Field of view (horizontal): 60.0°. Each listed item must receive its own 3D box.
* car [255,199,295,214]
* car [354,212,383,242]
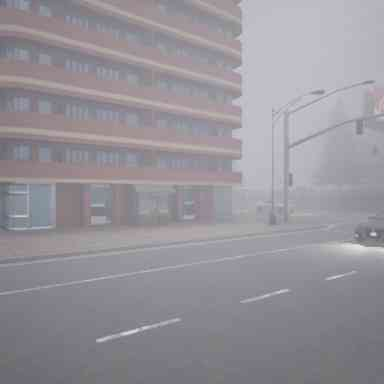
[{"bbox_3d":[8.903,1.526,36.193,1.812,1.442,4.674,0,0,-36],"label":"car"},{"bbox_3d":[9.118,1.564,14.917,4.181,1.385,1.994,0,0,-36],"label":"car"}]
